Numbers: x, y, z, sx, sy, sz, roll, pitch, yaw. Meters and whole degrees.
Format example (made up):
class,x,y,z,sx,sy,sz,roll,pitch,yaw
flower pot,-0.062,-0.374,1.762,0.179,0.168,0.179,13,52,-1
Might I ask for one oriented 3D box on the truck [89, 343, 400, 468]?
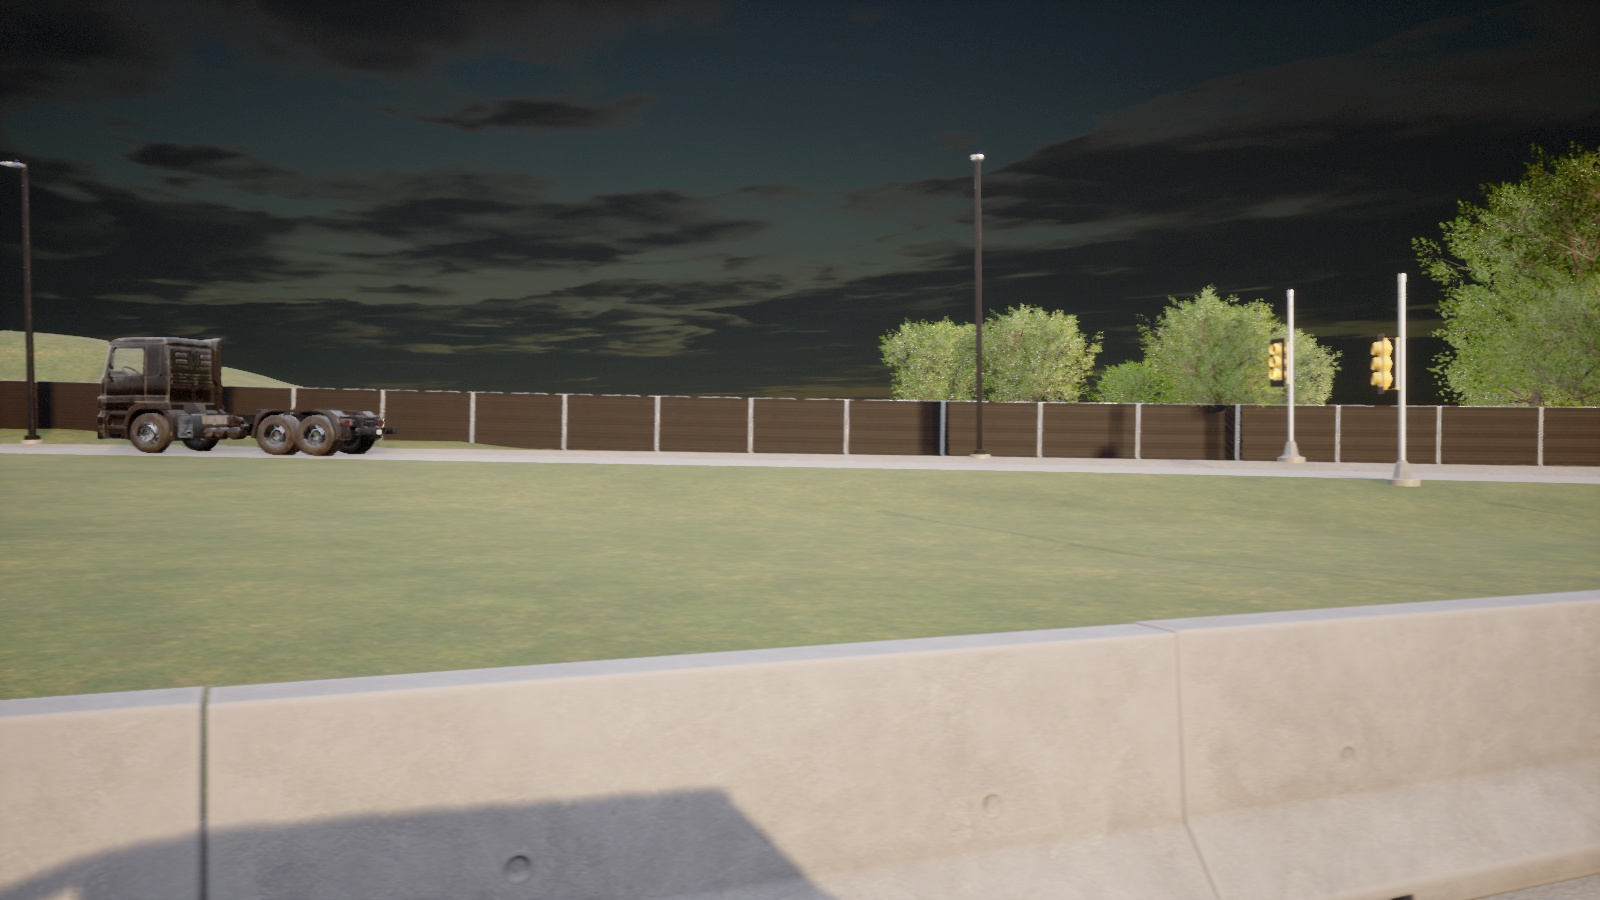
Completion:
class,x,y,z,sx,sy,sz,roll,pitch,yaw
truck,-16.244,-1.267,36.996,7.936,3.462,2.891,0,2,6
